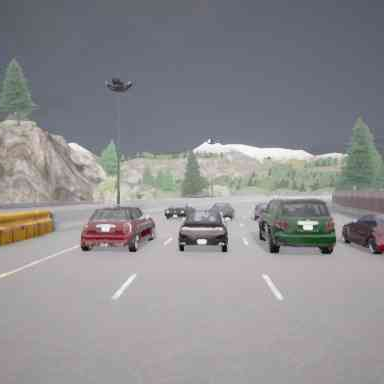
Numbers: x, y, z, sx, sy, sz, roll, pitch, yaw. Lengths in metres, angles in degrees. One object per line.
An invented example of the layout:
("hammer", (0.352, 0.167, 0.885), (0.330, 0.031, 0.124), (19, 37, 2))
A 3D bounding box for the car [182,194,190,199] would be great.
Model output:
("car", (-0.762, 1.420, 86.120), (1.837, 1.490, 4.892), (0, 0, 30))

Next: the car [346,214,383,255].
("car", (7.527, 1.570, 13.224), (1.994, 1.385, 4.181), (0, 0, 5))

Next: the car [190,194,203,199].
("car", (2.188, 1.402, 84.236), (1.882, 1.535, 5.008), (0, 0, 30))

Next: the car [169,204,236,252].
("car", (0.555, 1.492, 13.850), (2.128, 1.511, 4.902), (0, 0, 5))

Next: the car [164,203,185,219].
("car", (-0.901, 1.614, 28.509), (1.895, 1.301, 4.718), (0, 0, 11))

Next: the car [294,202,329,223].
("car", (9.402, 1.570, 26.481), (1.994, 1.385, 4.181), (0, 0, 11))

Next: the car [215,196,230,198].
("car", (8.073, 1.527, 80.443), (1.895, 1.301, 4.718), (0, 0, 30))

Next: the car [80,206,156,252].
("car", (-2.934, 1.363, 14.133), (2.097, 1.767, 4.553), (0, 0, 5))

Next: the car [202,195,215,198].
("car", (5.123, 1.523, 82.327), (1.895, 1.301, 4.718), (0, 0, 30))

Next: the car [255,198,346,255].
("car", (4.043, 1.255, 13.567), (2.150, 2.045, 5.566), (0, 0, 5))

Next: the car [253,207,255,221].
("car", (5.966, 1.561, 27.147), (2.033, 1.411, 5.357), (0, 0, 11))
